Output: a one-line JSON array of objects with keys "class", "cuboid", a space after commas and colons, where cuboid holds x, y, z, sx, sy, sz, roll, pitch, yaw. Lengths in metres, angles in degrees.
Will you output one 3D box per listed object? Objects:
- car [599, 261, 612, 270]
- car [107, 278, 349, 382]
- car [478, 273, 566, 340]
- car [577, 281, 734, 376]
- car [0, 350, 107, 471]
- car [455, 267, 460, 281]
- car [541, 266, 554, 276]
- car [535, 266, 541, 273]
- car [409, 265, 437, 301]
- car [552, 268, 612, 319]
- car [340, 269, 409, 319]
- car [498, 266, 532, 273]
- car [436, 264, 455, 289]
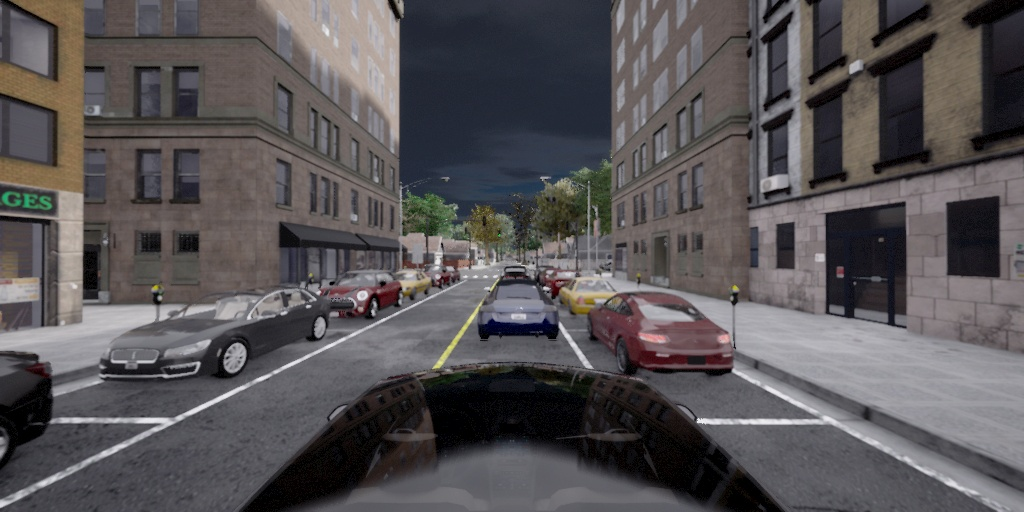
[{"class": "car", "cuboid": [14.968, 1.376, 48.948, 4.902, 1.511, 2.128, 0, 0, 0]}, {"class": "car", "cuboid": [-5.367, 1.325, 7.248, 2.007, 1.370, 4.403, 0, 0, 0]}, {"class": "car", "cuboid": [0.141, 1.352, 10.139, 1.994, 1.385, 4.181, 0, 0, 0]}, {"class": "car", "cuboid": [2.658, 1.356, 7.212, 1.802, 1.307, 4.207, 0, 0, 0]}, {"class": "car", "cuboid": [-5.394, 1.316, 1.730, 1.948, 1.339, 4.313, 0, 0, 0]}, {"class": "car", "cuboid": [-5.259, 1.465, 29.323, 1.802, 1.307, 4.207, 0, 0, 0]}, {"class": "car", "cuboid": [2.712, 1.373, 18.248, 1.888, 1.381, 4.507, 0, 0, 0]}, {"class": "car", "cuboid": [2.739, 1.437, 23.766, 1.802, 1.307, 4.207, 0, 0, 0]}, {"class": "car", "cuboid": [-5.314, 1.353, 18.115, 1.751, 1.417, 4.829, 0, 0, 0]}, {"class": "car", "cuboid": [2.686, 1.326, 12.900, 1.751, 1.417, 4.829, 0, 0, 0]}, {"class": "car", "cuboid": [-5.340, 1.241, 12.766, 1.967, 1.591, 4.097, 0, 0, 0]}, {"class": "car", "cuboid": [0.197, 1.355, 22.613, 1.837, 1.490, 4.892, 0, 0, 0]}, {"class": "car", "cuboid": [-5.286, 1.295, 23.804, 1.967, 1.591, 4.097, 0, 0, 0]}]
